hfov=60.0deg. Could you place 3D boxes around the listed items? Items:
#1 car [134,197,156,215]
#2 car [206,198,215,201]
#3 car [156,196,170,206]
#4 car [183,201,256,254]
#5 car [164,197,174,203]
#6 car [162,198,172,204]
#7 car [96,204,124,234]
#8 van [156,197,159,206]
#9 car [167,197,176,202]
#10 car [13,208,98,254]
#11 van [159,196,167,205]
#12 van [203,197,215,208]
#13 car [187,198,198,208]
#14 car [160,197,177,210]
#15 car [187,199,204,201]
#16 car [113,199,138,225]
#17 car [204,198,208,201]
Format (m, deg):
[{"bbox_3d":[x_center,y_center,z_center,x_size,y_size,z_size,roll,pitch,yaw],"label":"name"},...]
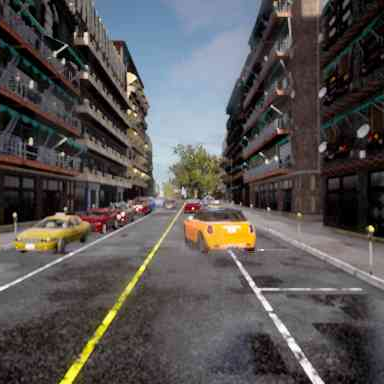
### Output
[{"bbox_3d":[-5.654,1.528,36.879,2.192,1.841,5.009,1,0,0],"label":"car"},{"bbox_3d":[2.724,1.738,37.004,1.752,1.417,4.829,1,0,0],"label":"car"},{"bbox_3d":[-5.637,1.697,65.186,2.192,1.841,5.009,1,0,0],"label":"car"},{"bbox_3d":[0.974,1.432,14.102,2.097,1.767,4.553,0,0,-13],"label":"car"},{"bbox_3d":[-5.632,2.040,82.170,2.008,1.369,4.403,1,0,0],"label":"car"},{"bbox_3d":[-5.635,2.019,76.508,1.947,1.339,4.313,1,0,0],"label":"car"},{"bbox_3d":[-5.667,1.658,19.892,1.887,1.381,4.507,1,0,0],"label":"car"},{"bbox_3d":[-5.651,1.587,42.540,1.690,1.788,3.998,1,0,0],"label":"van"},{"bbox_3d":[-5.718,2.113,93.489,2.008,1.369,4.403,1,0,0],"label":"car"},{"bbox_3d":[-5.671,1.606,14.062,1.752,1.417,4.829,1,0,0],"label":"car"},{"bbox_3d":[-5.641,1.689,59.524,1.690,1.788,3.998,1,0,0],"label":"van"},{"bbox_3d":[2.722,1.654,53.820,1.690,1.788,3.998,1,0,0],"label":"van"},{"bbox_3d":[0.129,1.859,57.264,1.812,1.442,4.674,0,0,0],"label":"car"},{"bbox_3d":[-3.055,1.798,46.964,1.812,1.442,4.674,0,0,0],"label":"car"},{"bbox_3d":[0.120,1.704,39.317,1.882,1.535,5.008,0,0,0],"label":"car"},{"bbox_3d":[-5.663,1.586,25.555,1.967,1.590,4.097,1,0,0],"label":"car"},{"bbox_3d":[2.730,1.790,42.495,1.887,1.381,4.507,1,0,0],"label":"car"}]
